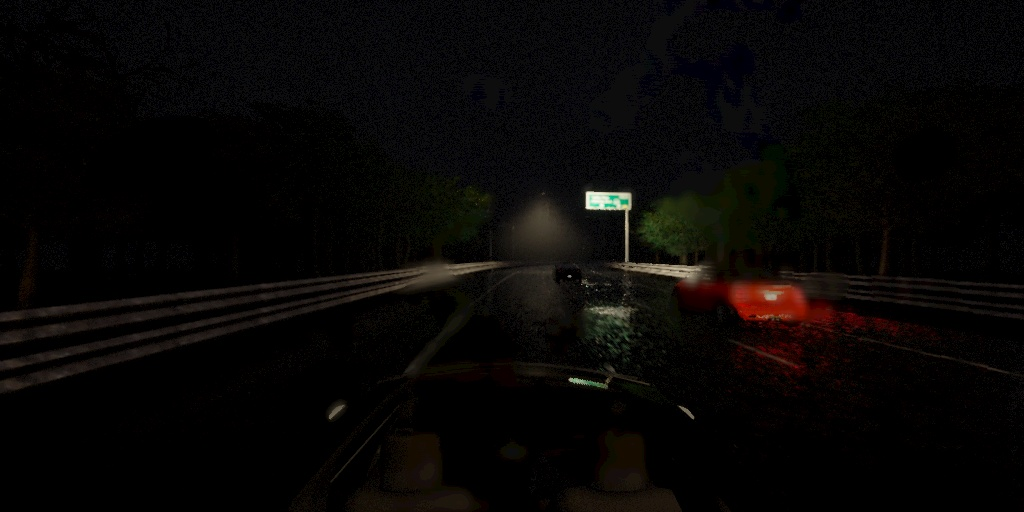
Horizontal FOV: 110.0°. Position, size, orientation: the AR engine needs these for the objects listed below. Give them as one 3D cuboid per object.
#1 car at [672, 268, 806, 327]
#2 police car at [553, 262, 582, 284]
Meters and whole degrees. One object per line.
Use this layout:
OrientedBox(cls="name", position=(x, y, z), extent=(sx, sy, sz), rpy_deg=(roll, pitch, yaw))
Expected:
OrientedBox(cls="car", position=(7.174, 1.162, 11.956), extent=(2.097, 1.767, 4.553), rpy_deg=(0, 0, 1))
OrientedBox(cls="police car", position=(4.372, 1.285, 28.586), extent=(1.930, 1.638, 5.238), rpy_deg=(0, 0, 4))
